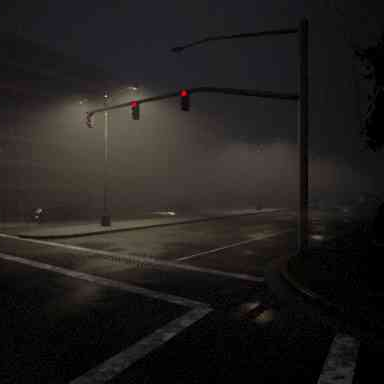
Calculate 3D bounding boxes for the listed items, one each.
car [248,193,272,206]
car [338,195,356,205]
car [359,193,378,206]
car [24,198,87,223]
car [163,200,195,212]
[{"bbox_3d":[11.493,1.217,56.005,2.150,2.045,5.566,0,0,36],"label":"car"},{"bbox_3d":[26.656,1.352,57.155,2.097,1.767,4.553,0,0,36],"label":"car"},{"bbox_3d":[28.722,1.221,54.041,2.150,2.045,5.566,0,0,36],"label":"car"},{"bbox_3d":[-10.513,1.349,25.781,2.097,1.767,4.553,0,0,36],"label":"car"},{"bbox_3d":[-1.476,1.561,38.257,1.994,1.385,4.181,0,0,36],"label":"car"}]
